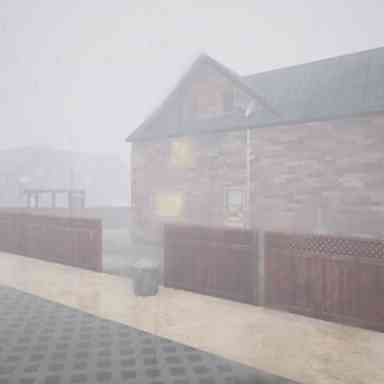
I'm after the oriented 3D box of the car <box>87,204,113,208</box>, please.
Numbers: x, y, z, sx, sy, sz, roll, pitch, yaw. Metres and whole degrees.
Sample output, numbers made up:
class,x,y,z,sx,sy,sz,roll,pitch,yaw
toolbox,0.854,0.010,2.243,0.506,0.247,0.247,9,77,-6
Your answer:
class,x,y,z,sx,sy,sz,roll,pitch,yaw
car,-9.548,1.908,33.656,2.033,1.411,5.357,1,0,36
